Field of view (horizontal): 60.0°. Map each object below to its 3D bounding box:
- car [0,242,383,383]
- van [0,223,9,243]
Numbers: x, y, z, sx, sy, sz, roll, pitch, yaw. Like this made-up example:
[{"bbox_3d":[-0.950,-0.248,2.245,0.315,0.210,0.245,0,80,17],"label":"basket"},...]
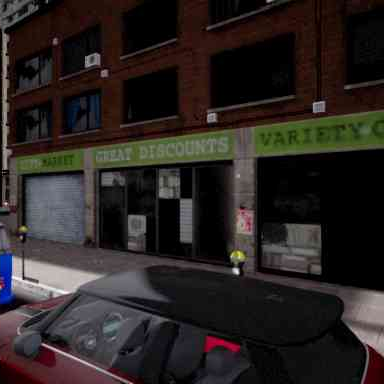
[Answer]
[{"bbox_3d":[-0.457,1.440,3.053,4.097,1.590,1.967,0,0,36],"label":"car"},{"bbox_3d":[-5.087,1.343,6.361,3.998,1.788,1.690,0,0,36],"label":"van"}]
